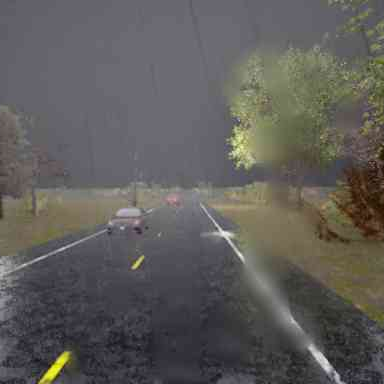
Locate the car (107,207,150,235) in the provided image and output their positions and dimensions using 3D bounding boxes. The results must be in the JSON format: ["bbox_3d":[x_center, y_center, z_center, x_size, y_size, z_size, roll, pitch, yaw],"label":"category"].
[{"bbox_3d":[-3.595,1.604,19.466,1.812,1.442,4.674,0,0,0],"label":"car"}]

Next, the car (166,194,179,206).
[{"bbox_3d":[-3.521,1.413,60.721,2.150,2.045,5.566,0,0,1],"label":"car"}]
